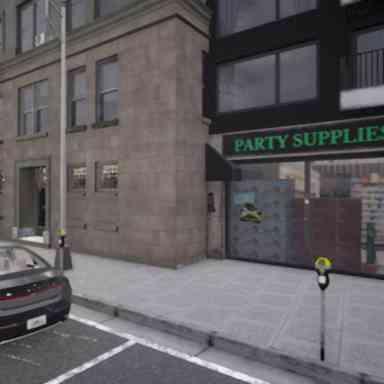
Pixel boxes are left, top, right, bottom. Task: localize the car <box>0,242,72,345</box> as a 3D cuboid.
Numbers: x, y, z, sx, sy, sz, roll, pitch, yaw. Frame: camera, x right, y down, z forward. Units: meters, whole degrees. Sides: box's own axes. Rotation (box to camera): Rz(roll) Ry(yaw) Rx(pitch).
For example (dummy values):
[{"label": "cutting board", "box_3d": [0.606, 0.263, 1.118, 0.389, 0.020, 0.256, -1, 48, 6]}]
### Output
[{"label": "car", "box_3d": [-3.915, 1.552, 5.831, 4.403, 1.369, 2.008, 0, 0, 35]}]
